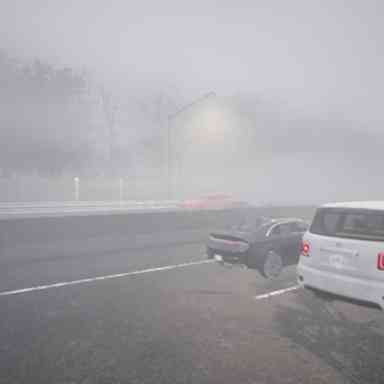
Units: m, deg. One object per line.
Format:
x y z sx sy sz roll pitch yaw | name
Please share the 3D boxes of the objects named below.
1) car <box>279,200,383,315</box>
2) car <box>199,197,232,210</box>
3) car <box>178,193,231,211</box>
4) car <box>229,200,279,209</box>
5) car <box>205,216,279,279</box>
4.589 1.190 7.021 5.566 2.045 2.150 0 0 -35 | car
3.299 1.429 27.836 4.892 1.490 1.837 0 0 -35 | car
1.405 1.145 30.784 5.566 2.045 2.150 0 0 -35 | car
5.226 1.489 24.911 4.181 1.385 1.994 0 0 -35 | car
2.650 1.460 9.934 4.902 1.511 2.128 0 0 -35 | car
